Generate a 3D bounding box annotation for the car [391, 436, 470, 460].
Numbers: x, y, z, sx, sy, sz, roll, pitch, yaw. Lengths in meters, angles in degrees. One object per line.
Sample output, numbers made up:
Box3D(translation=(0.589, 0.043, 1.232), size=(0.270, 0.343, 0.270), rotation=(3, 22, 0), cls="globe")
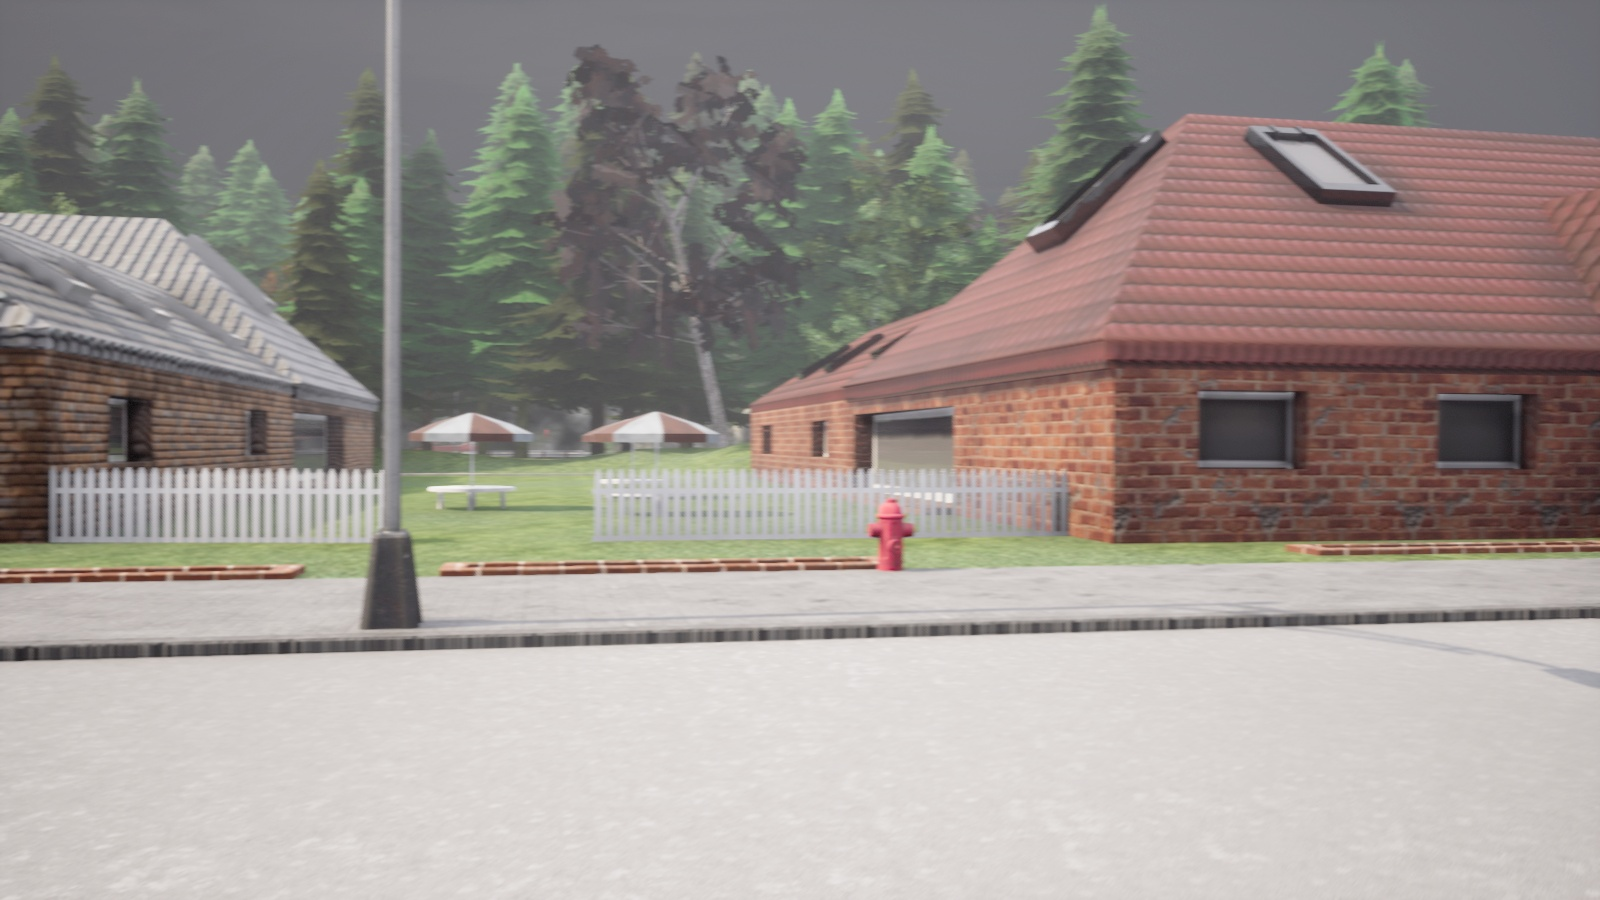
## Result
Box3D(translation=(-25.302, -0.139, 86.061), size=(5.027, 1.651, 2.152), rotation=(0, 0, -12), cls="car")
